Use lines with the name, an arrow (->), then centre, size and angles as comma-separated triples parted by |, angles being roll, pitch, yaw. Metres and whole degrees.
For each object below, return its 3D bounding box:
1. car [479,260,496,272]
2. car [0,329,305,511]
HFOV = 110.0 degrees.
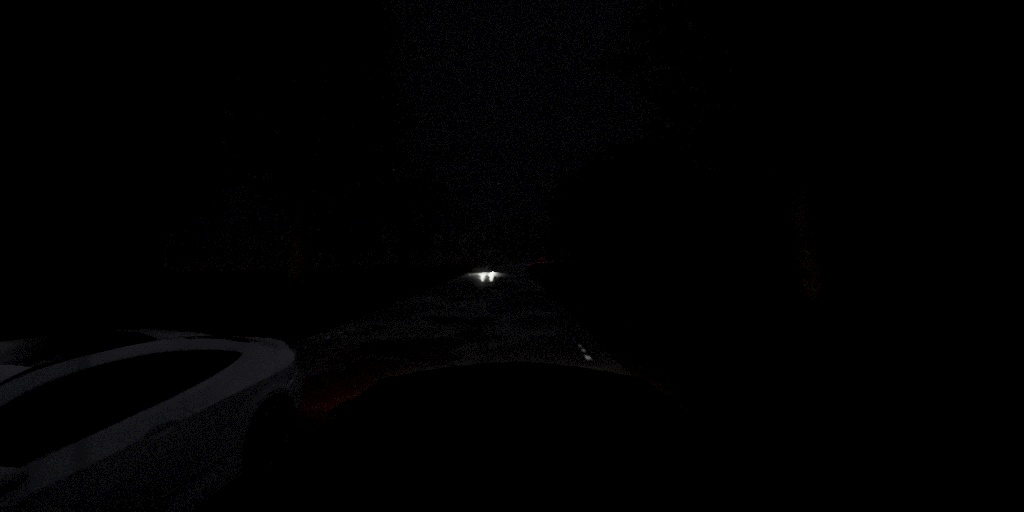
car -> -3.059, 1.229, 46.295 | 2.128, 1.511, 4.902 | 0, 0, 0
car -> -3.087, 1.276, 1.994 | 1.812, 1.442, 4.674 | 0, 0, 0
